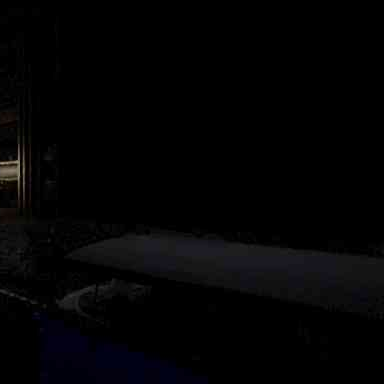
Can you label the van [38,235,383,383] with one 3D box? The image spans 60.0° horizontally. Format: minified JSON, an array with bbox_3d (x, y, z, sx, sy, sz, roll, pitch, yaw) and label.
[{"bbox_3d":[0.431,1.341,2.656,3.998,1.788,1.690,0,0,35],"label":"van"}]
